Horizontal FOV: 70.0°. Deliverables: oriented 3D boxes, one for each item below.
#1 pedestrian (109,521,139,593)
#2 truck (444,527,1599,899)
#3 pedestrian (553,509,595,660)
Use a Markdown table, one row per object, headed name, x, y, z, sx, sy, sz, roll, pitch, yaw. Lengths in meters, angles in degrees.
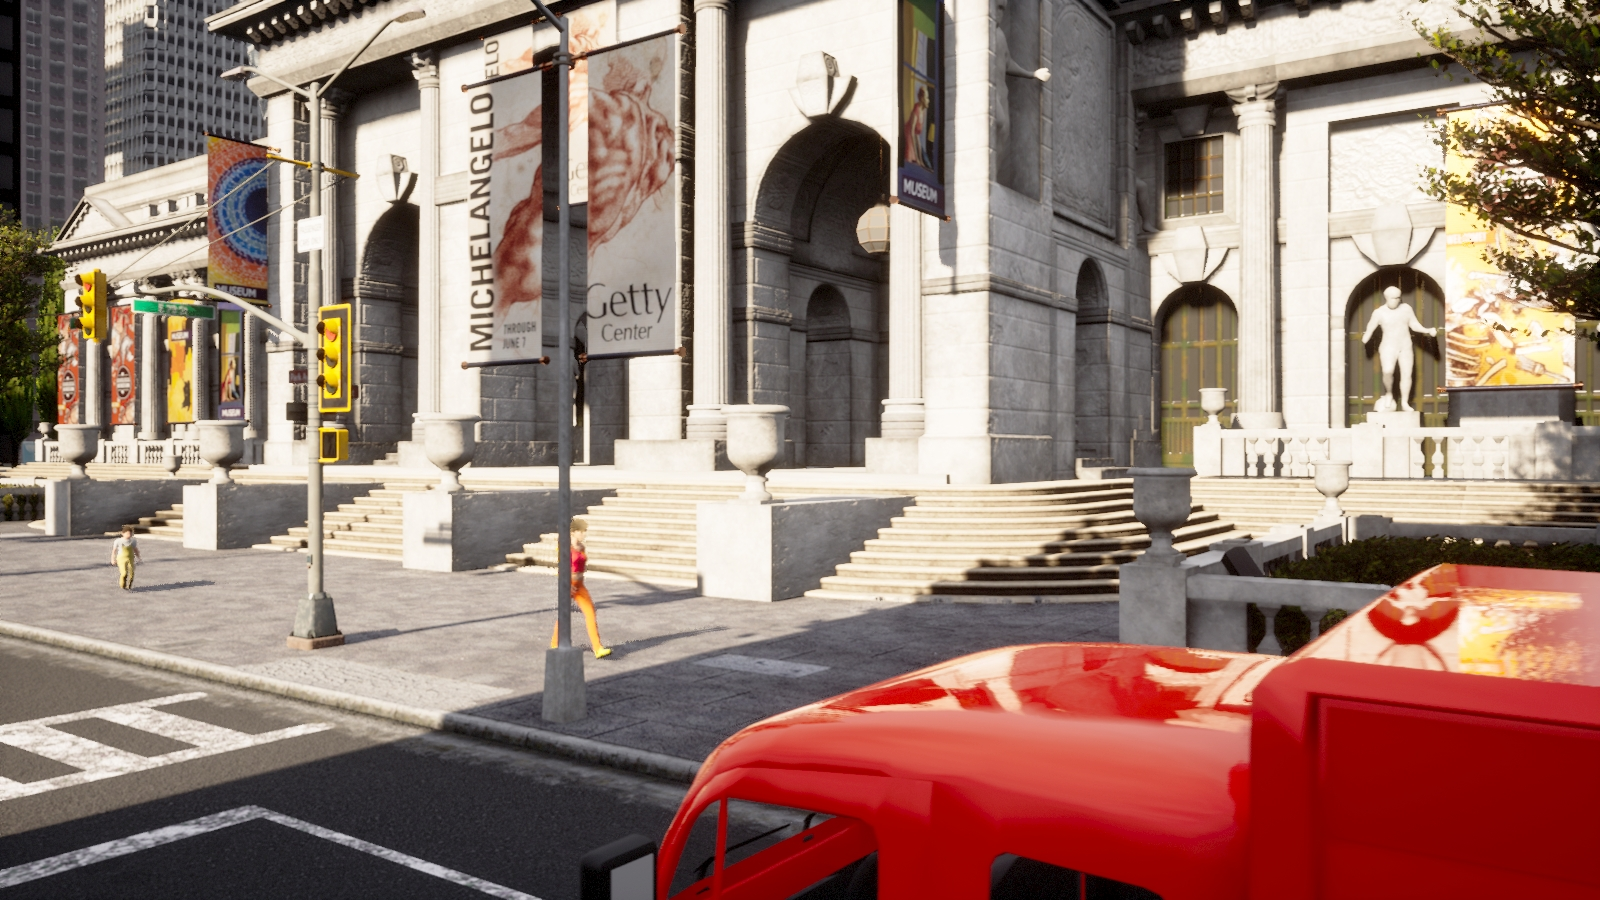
| name | x | y | z | sx | sy | sz | roll | pitch | yaw |
| --- | --- | --- | --- | --- | --- | --- | --- | --- | --- |
| pedestrian | -12.579 | 1.987 | 21.258 | 0.375 | 1.300 | 0.375 | 0 | 0 | 37 |
| truck | 2.014 | 1.569 | 2.360 | 5.204 | 2.467 | 2.627 | 0 | 0 | 35 |
| pedestrian | -2.886 | 1.701 | 14.605 | 0.375 | 1.860 | 0.375 | 0 | 0 | 37 |
